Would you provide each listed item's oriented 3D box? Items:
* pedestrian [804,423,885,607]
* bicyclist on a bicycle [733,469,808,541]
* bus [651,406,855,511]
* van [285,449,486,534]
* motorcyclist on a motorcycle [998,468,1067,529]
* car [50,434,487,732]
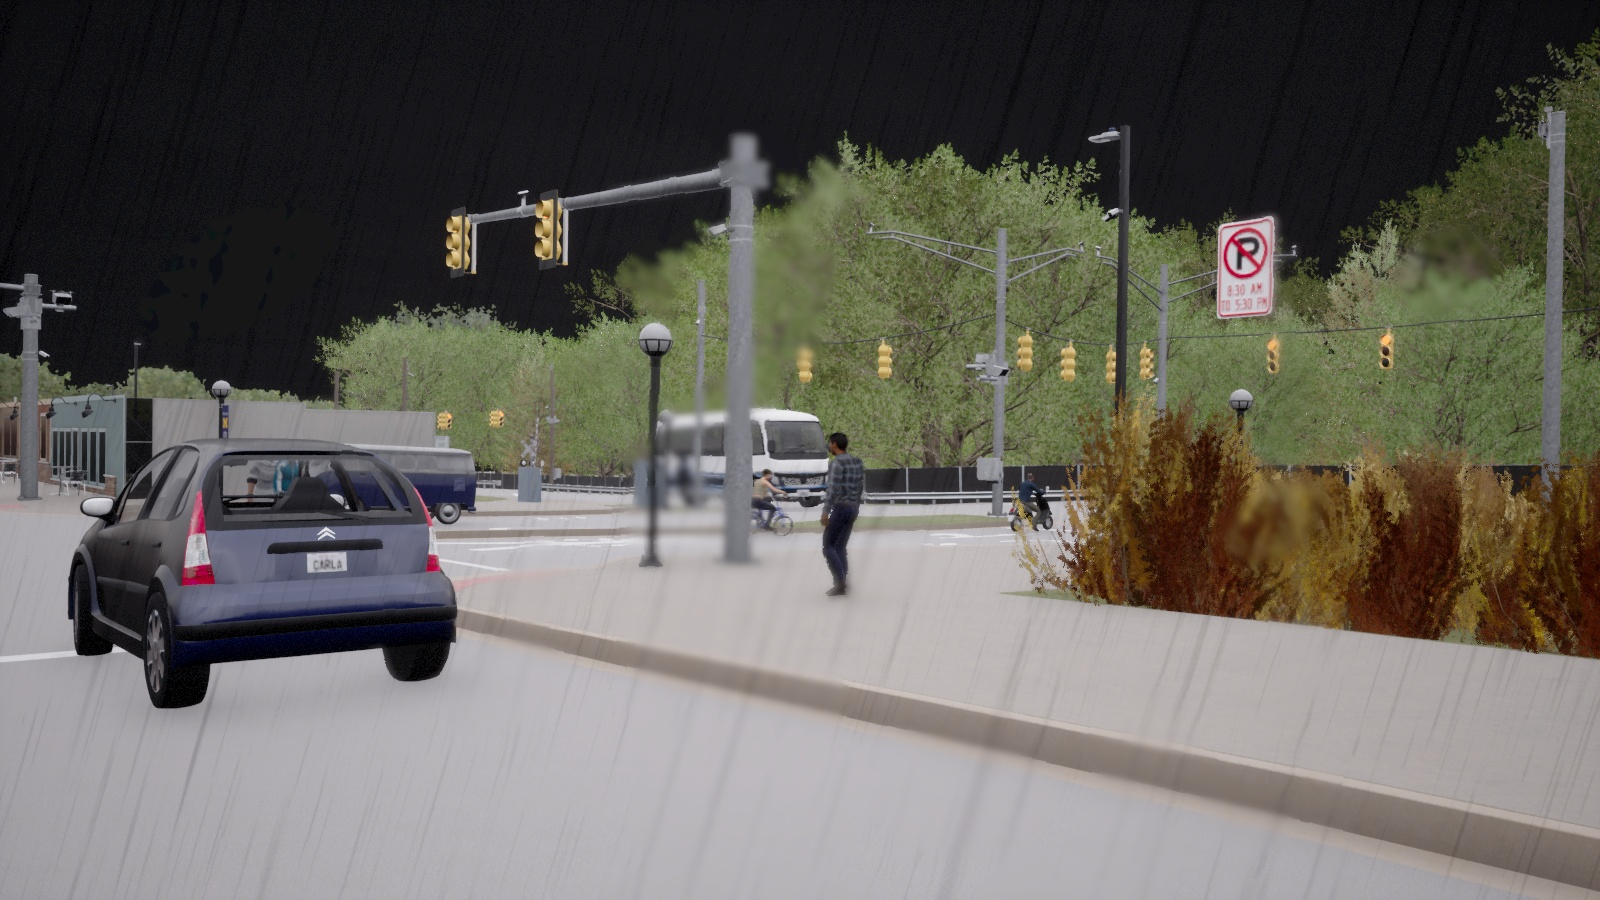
[{"bbox_3d":[0.481,0.683,13.710,0.788,1.949,0.423,0,1,39],"label":"pedestrian"},{"bbox_3d":[-0.671,1.245,28.769,1.509,1.612,0.866,1,-1,-39],"label":"bicyclist on a bicycle"},{"bbox_3d":[-2.339,0.470,55.983,3.944,4.253,10.273,-1,-1,-35],"label":"bus"},{"bbox_3d":[-10.428,1.056,31.788,4.442,1.987,1.775,2,-2,-41],"label":"van"},{"bbox_3d":[6.380,1.320,34.445,1.817,1.590,0.866,-1,0,-39],"label":"motorcyclist on a motorcycle"},{"bbox_3d":[-3.969,0.761,8.959,1.851,1.617,3.988,-1,-1,-38],"label":"car"}]
